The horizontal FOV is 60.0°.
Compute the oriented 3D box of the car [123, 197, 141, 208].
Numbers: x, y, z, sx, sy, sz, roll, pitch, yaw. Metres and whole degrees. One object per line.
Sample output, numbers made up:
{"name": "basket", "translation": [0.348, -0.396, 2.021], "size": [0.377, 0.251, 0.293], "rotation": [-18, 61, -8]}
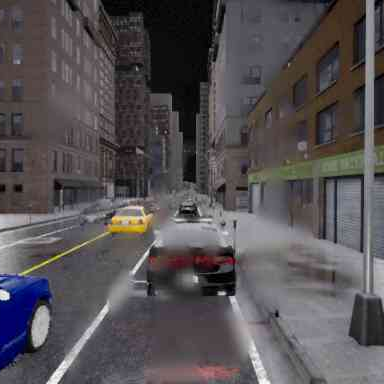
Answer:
{"name": "car", "translation": [-8.918, 1.549, 49.600], "size": [1.887, 1.381, 4.507], "rotation": [-1, 0, 0]}

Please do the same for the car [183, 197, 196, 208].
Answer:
{"name": "car", "translation": [-0.393, 1.550, 49.600], "size": [1.887, 1.381, 4.507], "rotation": [-1, 0, 0]}

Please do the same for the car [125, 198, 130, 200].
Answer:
{"name": "car", "translation": [-8.918, 1.567, 38.589], "size": [1.947, 1.339, 4.313], "rotation": [-1, 0, 0]}

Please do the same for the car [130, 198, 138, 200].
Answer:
{"name": "car", "translation": [-8.918, 1.554, 44.095], "size": [2.008, 1.369, 4.403], "rotation": [-1, 0, 0]}

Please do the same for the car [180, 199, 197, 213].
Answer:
{"name": "car", "translation": [-0.393, 1.546, 38.589], "size": [1.887, 1.381, 4.507], "rotation": [-1, 0, 0]}

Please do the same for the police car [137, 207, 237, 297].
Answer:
{"name": "police car", "translation": [-0.011, 1.423, 8.761], "size": [1.930, 1.638, 5.238], "rotation": [0, 0, 0]}

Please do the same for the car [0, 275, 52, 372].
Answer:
{"name": "car", "translation": [-3.050, 1.476, 3.068], "size": [1.882, 1.535, 5.008], "rotation": [0, 0, 0]}

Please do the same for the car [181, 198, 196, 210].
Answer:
{"name": "car", "translation": [-0.393, 1.548, 44.094], "size": [1.887, 1.381, 4.507], "rotation": [-1, 0, 0]}

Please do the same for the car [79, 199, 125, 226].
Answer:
{"name": "car", "translation": [-6.244, 1.489, 22.982], "size": [2.128, 1.511, 4.902], "rotation": [0, 0, 0]}

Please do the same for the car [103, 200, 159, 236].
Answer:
{"name": "car", "translation": [-3.144, 1.452, 18.217], "size": [1.801, 1.575, 5.366], "rotation": [0, 0, 0]}

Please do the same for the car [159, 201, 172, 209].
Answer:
{"name": "car", "translation": [-3.051, 1.563, 32.833], "size": [1.994, 1.385, 4.181], "rotation": [0, 0, 0]}

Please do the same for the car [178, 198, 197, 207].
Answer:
{"name": "car", "translation": [-0.393, 1.565, 33.084], "size": [1.947, 1.339, 4.313], "rotation": [-1, 0, 0]}

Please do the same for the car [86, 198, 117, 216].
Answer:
{"name": "car", "translation": [-8.920, 1.439, 33.084], "size": [1.967, 1.590, 4.097], "rotation": [-1, 0, 0]}
